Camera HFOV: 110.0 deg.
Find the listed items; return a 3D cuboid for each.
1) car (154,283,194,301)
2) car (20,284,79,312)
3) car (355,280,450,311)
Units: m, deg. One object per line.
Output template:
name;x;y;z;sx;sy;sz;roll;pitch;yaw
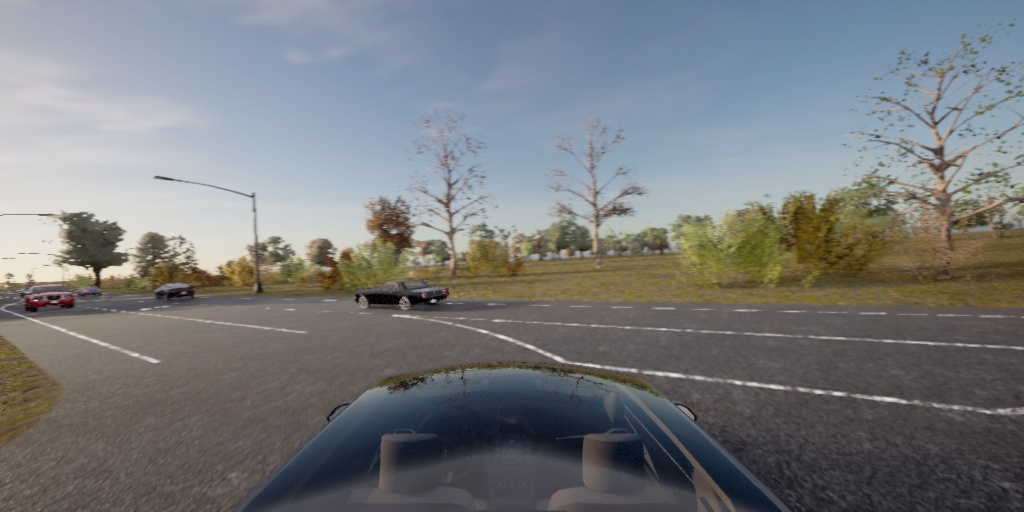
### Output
car;-31.956;3.338;33.895;5.008;1.535;1.882;-4;-1;32
car;-38.320;3.416;29.657;5.566;2.045;2.150;-4;-1;32
car;-5.312;1.799;16.959;4.718;1.301;1.895;-4;-1;32
